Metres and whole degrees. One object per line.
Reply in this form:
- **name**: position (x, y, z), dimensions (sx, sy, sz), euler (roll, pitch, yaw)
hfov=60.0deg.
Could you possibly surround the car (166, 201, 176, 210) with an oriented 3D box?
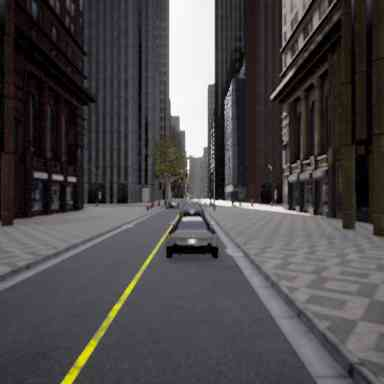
- **car**: position (-3.029, 2.099, 52.544), dimensions (1.994, 1.385, 4.181), euler (0, -1, 0)

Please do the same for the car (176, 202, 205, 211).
- **car**: position (0.013, 1.633, 28.430), dimensions (2.097, 1.767, 4.553), euler (0, -1, 0)

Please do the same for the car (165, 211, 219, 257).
- **car**: position (0.018, 1.700, 13.571), dimensions (1.994, 1.385, 4.181), euler (0, 0, 0)
